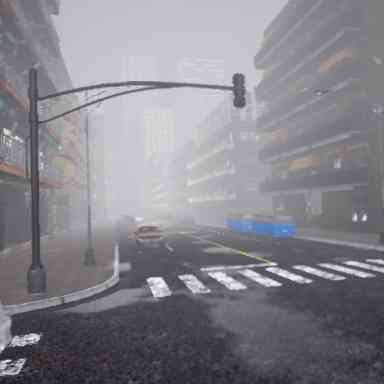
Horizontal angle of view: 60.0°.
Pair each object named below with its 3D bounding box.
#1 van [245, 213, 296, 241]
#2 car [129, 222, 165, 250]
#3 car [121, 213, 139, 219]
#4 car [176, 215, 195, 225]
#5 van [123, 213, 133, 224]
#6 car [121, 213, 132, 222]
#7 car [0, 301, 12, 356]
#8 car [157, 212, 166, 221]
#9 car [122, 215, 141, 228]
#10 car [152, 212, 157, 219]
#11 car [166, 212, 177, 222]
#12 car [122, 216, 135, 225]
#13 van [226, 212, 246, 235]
[{"bbox_3d":[5.402,2.303,22.591,1.690,1.788,3.998,-2,-3,-13],"label":"van"},{"bbox_3d":[-2.733,2.770,20.781,1.802,1.307,4.206,-2,-3,-13],"label":"car"},{"bbox_3d":[-10.039,4.564,53.541,1.967,1.590,4.097,-2,-3,-13],"label":"car"},{"bbox_3d":[-0.667,4.157,49.876,1.802,1.307,4.206,-2,-3,-13],"label":"car"},{"bbox_3d":[-12.477,5.111,64.464,1.690,1.788,3.998,-2,-3,-13],"label":"van"},{"bbox_3d":[-14.933,5.732,75.378,2.192,1.841,5.009,-2,-3,-13],"label":"car"},{"bbox_3d":[-4.753,1.845,3.902,4.674,1.442,1.812,-1,-2,-12],"label":"car"},{"bbox_3d":[-5.547,5.182,71.724,2.192,1.841,5.009,-2,-3,-13],"label":"car"},{"bbox_3d":[-8.815,4.383,48.076,1.802,1.307,4.206,-2,-3,-13],"label":"car"},{"bbox_3d":[-7.980,5.828,82.641,2.192,1.841,5.009,-2,-3,-13],"label":"car"},{"bbox_3d":[-3.140,4.756,60.962,1.752,1.417,4.829,-2,-3,-13],"label":"car"},{"bbox_3d":[-11.250,4.997,58.995,2.008,1.369,4.403,-2,-3,-13],"label":"car"},{"bbox_3d":[4.186,2.626,28.051,1.690,1.788,3.998,-2,-3,-13],"label":"van"}]
